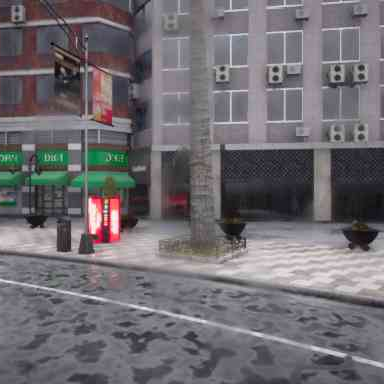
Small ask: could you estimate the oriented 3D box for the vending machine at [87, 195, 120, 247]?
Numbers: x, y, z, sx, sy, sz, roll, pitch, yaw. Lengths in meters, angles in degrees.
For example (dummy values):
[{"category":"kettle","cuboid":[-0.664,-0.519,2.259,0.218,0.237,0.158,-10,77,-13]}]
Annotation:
[{"category":"vending machine","cuboid":[-3.733,1.195,14.134,0.880,2.100,1.100,0,0,24]}]
